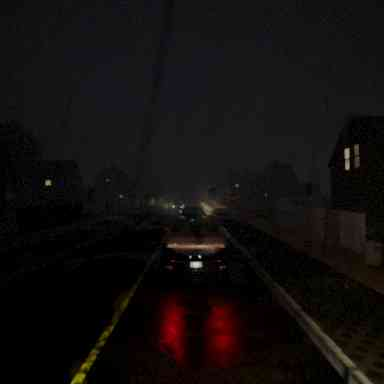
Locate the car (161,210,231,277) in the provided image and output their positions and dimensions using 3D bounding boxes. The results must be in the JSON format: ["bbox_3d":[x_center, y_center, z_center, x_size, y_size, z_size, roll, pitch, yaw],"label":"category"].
[{"bbox_3d":[0.099,1.556,10.488,2.128,1.511,4.902,0,0,0],"label":"car"}]

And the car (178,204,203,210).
[{"bbox_3d":[0.095,1.704,22.110,1.994,1.385,4.181,0,0,0],"label":"car"}]

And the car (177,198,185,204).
[{"bbox_3d":[-2.760,2.231,81.394,1.812,1.442,4.674,0,-1,0],"label":"car"}]

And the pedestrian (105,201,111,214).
[{"bbox_3d":[-9.819,1.628,38.919,0.375,1.860,0.375,0,-3,-1],"label":"pedestrian"}]

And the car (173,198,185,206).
[{"bbox_3d":[-2.769,2.013,65.978,1.882,1.535,5.008,0,0,0],"label":"car"}]
